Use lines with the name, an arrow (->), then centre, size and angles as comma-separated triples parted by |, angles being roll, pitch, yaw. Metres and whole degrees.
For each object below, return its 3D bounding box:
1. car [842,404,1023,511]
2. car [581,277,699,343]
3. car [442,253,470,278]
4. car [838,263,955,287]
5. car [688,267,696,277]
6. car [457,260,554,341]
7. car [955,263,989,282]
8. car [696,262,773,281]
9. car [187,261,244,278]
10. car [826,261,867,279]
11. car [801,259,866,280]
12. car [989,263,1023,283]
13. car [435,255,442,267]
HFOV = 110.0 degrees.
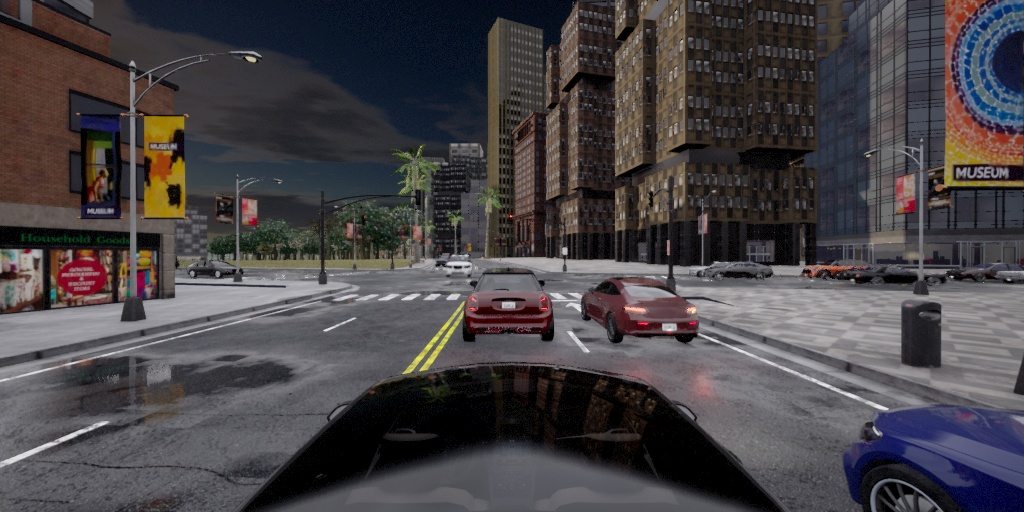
car -> 3.319, 1.276, 0.621 | 1.812, 1.442, 4.674 | 0, 0, 0
car -> 3.138, 1.276, 9.575 | 1.812, 1.442, 4.674 | 0, 0, -1
car -> -4.782, 0.904, 32.819 | 2.150, 2.045, 5.566 | 0, 0, -5
car -> 24.843, 1.315, 23.398 | 4.718, 1.301, 1.895 | 0, 0, 13
car -> 18.248, 1.210, 31.848 | 4.674, 1.442, 1.812 | 0, 0, 13
car -> -0.121, 1.103, 10.011 | 2.097, 1.767, 4.553 | 0, 0, -1
car -> 36.985, 1.244, 27.415 | 5.357, 1.411, 2.033 | 0, 0, 13
car -> 17.878, 1.188, 28.595 | 4.902, 1.511, 2.128 | 0, 0, 13
car -> -26.581, 1.162, 32.123 | 4.892, 1.490, 1.837 | 0, 0, 13
car -> 26.558, 1.265, 26.546 | 4.181, 1.385, 1.994 | 0, 0, 13
car -> 26.976, 1.041, 29.782 | 4.553, 1.767, 2.097 | 0, 0, 13
car -> 36.418, 1.310, 24.209 | 4.718, 1.301, 1.895 | 0, 0, 14
car -> -10.538, 0.974, 54.918 | 2.033, 1.411, 5.357 | 0, 1, -5
